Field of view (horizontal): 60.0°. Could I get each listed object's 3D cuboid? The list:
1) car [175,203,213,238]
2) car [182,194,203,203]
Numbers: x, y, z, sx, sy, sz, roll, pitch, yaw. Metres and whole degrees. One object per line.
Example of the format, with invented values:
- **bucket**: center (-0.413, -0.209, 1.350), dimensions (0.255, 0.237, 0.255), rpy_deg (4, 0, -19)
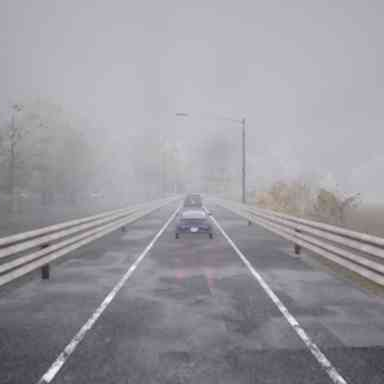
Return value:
- **car**: center (0.095, 1.528, 17.431), dimensions (1.812, 1.442, 4.674), rpy_deg (0, 0, 0)
- **car**: center (0.094, 1.223, 37.991), dimensions (2.150, 2.045, 5.566), rpy_deg (0, 0, 0)
